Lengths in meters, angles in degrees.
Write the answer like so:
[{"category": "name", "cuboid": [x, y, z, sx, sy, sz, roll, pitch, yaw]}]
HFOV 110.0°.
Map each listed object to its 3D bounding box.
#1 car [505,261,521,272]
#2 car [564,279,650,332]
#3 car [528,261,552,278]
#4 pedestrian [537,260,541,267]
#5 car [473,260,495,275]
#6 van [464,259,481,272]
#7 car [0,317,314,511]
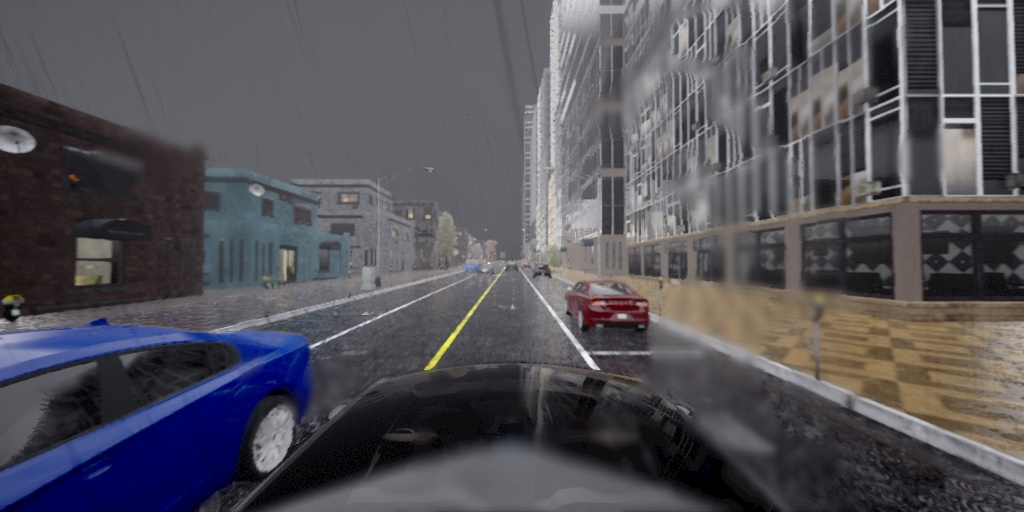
[{"category": "car", "cuboid": [0.020, 1.589, 54.479, 1.882, 1.535, 5.008, 0, 0, 1]}, {"category": "car", "cuboid": [2.690, 1.358, 11.019, 1.888, 1.381, 4.507, 0, 0, 0]}, {"category": "car", "cuboid": [2.995, 1.496, 36.978, 1.837, 1.490, 4.892, 0, 0, 0]}, {"category": "pedestrian", "cuboid": [2.994, 1.305, 39.940, 0.375, 1.860, 0.375, 1, -1, 0]}, {"category": "car", "cuboid": [-3.093, 1.525, 43.355, 2.128, 1.511, 4.902, 0, 0, 0]}, {"category": "van", "cuboid": [-5.697, 1.425, 50.581, 1.690, 1.789, 3.998, 0, 0, 0]}, {"category": "car", "cuboid": [-3.102, 1.228, 1.854, 1.882, 1.535, 5.008, 0, 0, 0]}]
